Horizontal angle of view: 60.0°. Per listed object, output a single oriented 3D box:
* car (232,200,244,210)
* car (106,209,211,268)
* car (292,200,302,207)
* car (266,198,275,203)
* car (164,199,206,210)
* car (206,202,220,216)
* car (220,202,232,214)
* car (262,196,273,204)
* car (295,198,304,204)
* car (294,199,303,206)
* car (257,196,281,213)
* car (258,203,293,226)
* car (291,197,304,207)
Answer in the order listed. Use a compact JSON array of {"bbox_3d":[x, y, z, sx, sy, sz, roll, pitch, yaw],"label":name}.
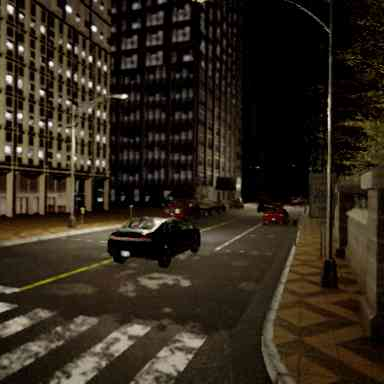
[{"bbox_3d":[6.592,1.908,49.477,1.752,1.417,4.829,1,0,20],"label":"car"},{"bbox_3d":[-1.134,1.615,11.999,2.128,1.511,4.902,1,0,20],"label":"car"},{"bbox_3d":[21.500,2.244,67.812,1.802,1.307,4.206,1,0,20],"label":"car"},{"bbox_3d":[21.508,2.302,91.284,1.947,1.339,4.313,1,0,20],"label":"car"},{"bbox_3d":[-0.777,1.513,28.815,2.192,1.841,5.009,1,0,20],"label":"car"},{"bbox_3d":[1.077,1.796,34.019,2.008,1.369,4.403,1,0,20],"label":"car"},{"bbox_3d":[2.935,1.843,39.225,2.008,1.369,4.403,1,0,20],"label":"car"},{"bbox_3d":[19.654,2.009,86.079,2.192,1.841,5.009,1,0,20],"label":"car"},{"bbox_3d":[27.074,2.232,83.430,1.967,1.590,4.097,1,0,20],"label":"car"},{"bbox_3d":[23.415,2.233,73.178,1.752,1.417,4.829,1,0,20],"label":"car"},{"bbox_3d":[9.418,1.747,41.405,2.097,1.767,4.553,1,0,20],"label":"car"},{"bbox_3d":[6.641,1.841,26.165,1.887,1.381,4.507,1,0,20],"label":"car"},{"bbox_3d":[19.646,1.932,62.607,2.192,1.841,5.009,1,0,20],"label":"car"}]
